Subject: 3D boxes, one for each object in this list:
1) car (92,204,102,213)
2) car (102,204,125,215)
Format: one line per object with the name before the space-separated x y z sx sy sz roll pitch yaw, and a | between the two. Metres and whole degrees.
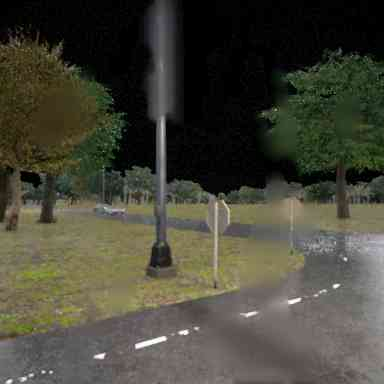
car | -16.703 2.937 61.192 2.097 1.767 4.553 2 -2 -34
car | -12.989 3.077 55.663 1.895 1.301 4.718 2 -2 -34
